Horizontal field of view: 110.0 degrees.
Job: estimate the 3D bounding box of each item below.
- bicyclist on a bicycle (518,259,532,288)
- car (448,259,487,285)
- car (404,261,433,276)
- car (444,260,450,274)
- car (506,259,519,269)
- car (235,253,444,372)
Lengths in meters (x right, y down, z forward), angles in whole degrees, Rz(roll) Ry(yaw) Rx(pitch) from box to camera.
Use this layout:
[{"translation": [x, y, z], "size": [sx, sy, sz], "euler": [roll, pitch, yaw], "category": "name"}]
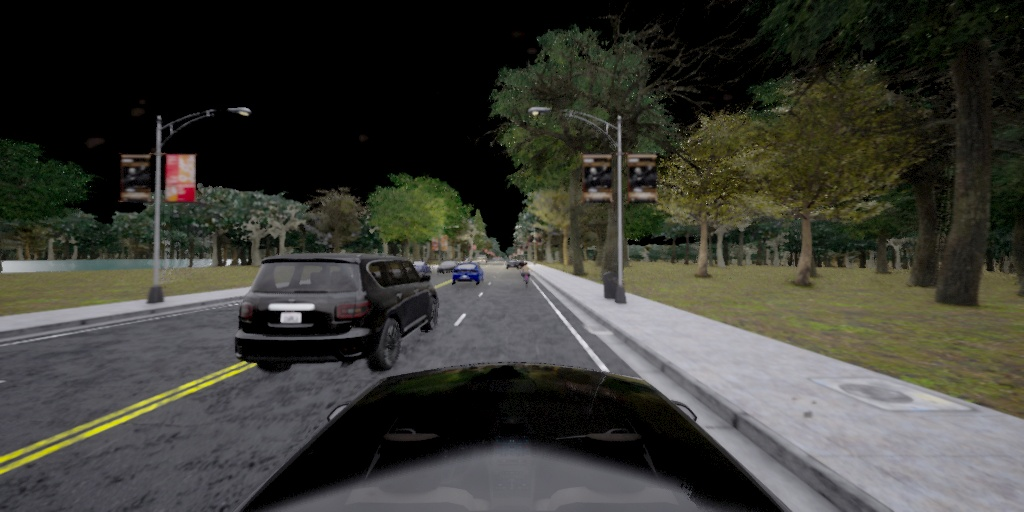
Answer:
[{"translation": [0.906, 1.181, 22.626], "size": [0.866, 1.612, 1.509], "euler": [0, 0, 0], "category": "bicyclist on a bicycle"}, {"translation": [-3.144, 1.220, 26.297], "size": [1.882, 1.535, 5.008], "euler": [0, 0, 0], "category": "car"}, {"translation": [-9.830, 1.262, 38.008], "size": [1.812, 1.442, 4.674], "euler": [0, 0, 0], "category": "car"}, {"translation": [-6.578, 1.214, 37.562], "size": [1.882, 1.535, 5.008], "euler": [0, 0, 0], "category": "car"}, {"translation": [0.094, 1.250, 55.795], "size": [1.812, 1.442, 4.674], "euler": [0, 0, 0], "category": "car"}, {"translation": [-3.150, 0.970, 7.797], "size": [2.150, 2.045, 5.566], "euler": [0, 0, 0], "category": "car"}]
